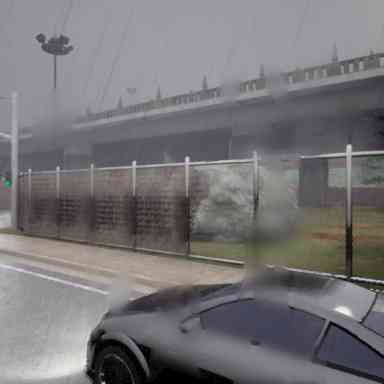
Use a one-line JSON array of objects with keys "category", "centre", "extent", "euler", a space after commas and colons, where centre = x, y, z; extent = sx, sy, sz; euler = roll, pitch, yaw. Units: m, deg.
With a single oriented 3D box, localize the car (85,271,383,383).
[{"category": "car", "centre": [0.826, 1.564, 3.400], "extent": [4.181, 1.385, 1.994], "euler": [0, 0, 36]}]
